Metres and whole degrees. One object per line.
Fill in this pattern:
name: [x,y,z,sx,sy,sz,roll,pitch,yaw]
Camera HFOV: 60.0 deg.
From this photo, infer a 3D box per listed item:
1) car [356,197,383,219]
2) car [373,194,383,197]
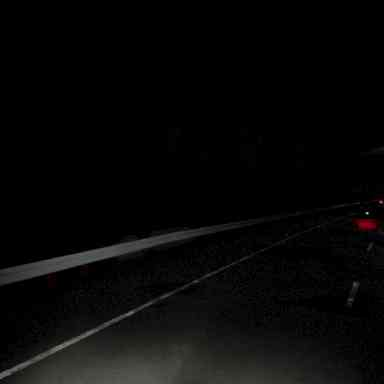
car: [15.970,1.505,29.670,1.837,1.490,4.892,0,0,35]
car: [22.005,1.221,38.224,2.150,2.045,5.566,0,0,35]
